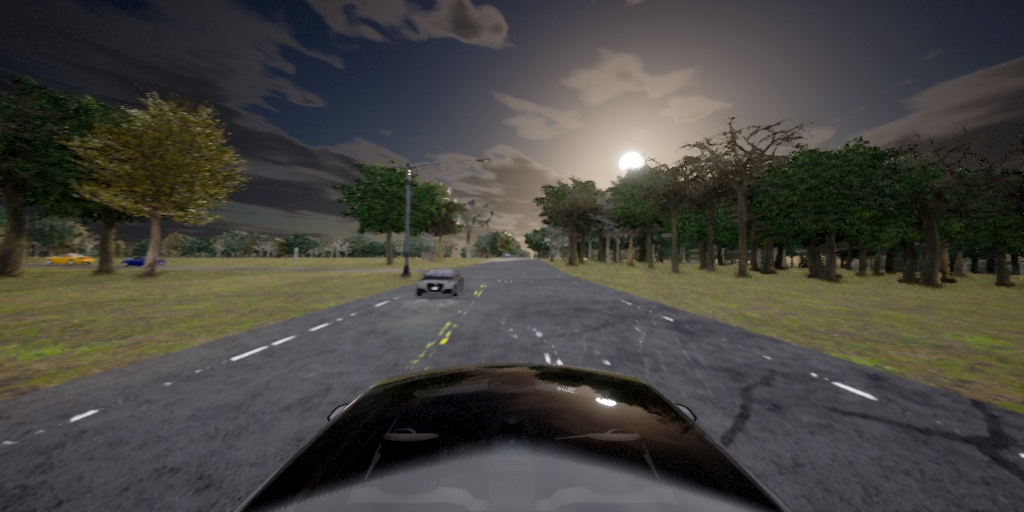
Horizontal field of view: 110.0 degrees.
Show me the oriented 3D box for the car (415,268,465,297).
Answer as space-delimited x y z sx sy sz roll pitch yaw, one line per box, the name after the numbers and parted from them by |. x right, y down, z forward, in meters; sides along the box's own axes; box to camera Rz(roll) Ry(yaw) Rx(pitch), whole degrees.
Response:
-3.564 1.293 18.515 1.994 1.385 4.181 1 0 -1 | car
